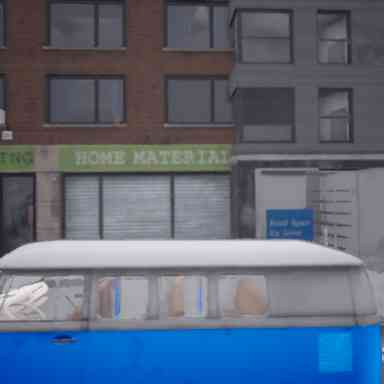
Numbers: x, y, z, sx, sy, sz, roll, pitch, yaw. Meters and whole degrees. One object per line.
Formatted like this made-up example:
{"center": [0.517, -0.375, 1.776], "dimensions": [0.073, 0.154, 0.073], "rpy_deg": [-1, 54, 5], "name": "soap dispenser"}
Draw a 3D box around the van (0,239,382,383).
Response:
{"center": [-0.191, 1.417, 3.524], "dimensions": [3.998, 1.788, 1.690], "rpy_deg": [0, -2, -3], "name": "van"}
